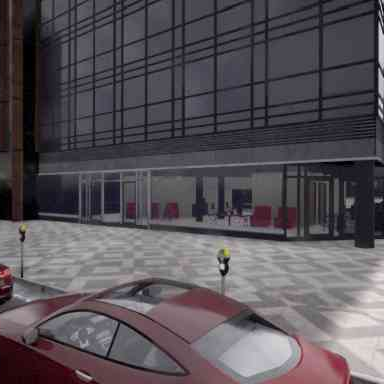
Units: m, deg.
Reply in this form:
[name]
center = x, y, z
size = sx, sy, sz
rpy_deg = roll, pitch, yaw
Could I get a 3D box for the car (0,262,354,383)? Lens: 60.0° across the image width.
[car]
center = -0.593, 1.582, 3.377
size = 4.206, 1.307, 1.802
rpy_deg = 0, 0, 35
